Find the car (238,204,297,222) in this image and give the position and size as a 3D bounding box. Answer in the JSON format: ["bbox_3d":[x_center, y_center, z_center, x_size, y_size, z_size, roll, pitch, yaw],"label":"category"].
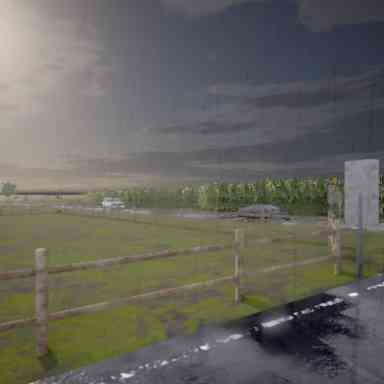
[{"bbox_3d":[6.217,1.727,28.077,2.033,1.411,5.357,0,-1,-35],"label":"car"}]

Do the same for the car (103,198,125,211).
[{"bbox_3d":[-13.126,2.050,55.678,2.150,2.045,5.566,0,-1,-35],"label":"car"}]
